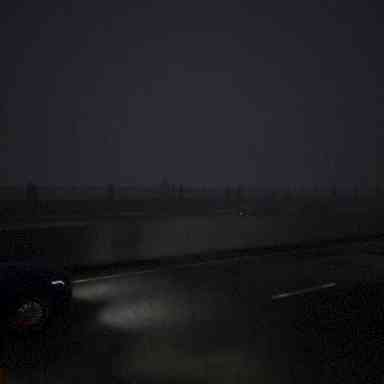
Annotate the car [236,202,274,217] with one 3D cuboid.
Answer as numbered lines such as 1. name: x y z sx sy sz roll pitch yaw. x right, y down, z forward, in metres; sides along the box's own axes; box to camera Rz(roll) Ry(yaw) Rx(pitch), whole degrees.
1. car: 5.677 1.490 26.784 4.181 1.385 1.994 0 0 -24

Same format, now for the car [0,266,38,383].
1. car: -3.463 1.469 1.146 5.008 1.535 1.882 0 0 -37

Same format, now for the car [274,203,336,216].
1. car: 8.489 1.502 24.200 4.181 1.385 1.994 0 0 -23

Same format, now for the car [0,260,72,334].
1. car: -4.234 1.504 4.886 4.674 1.442 1.812 0 0 -36
